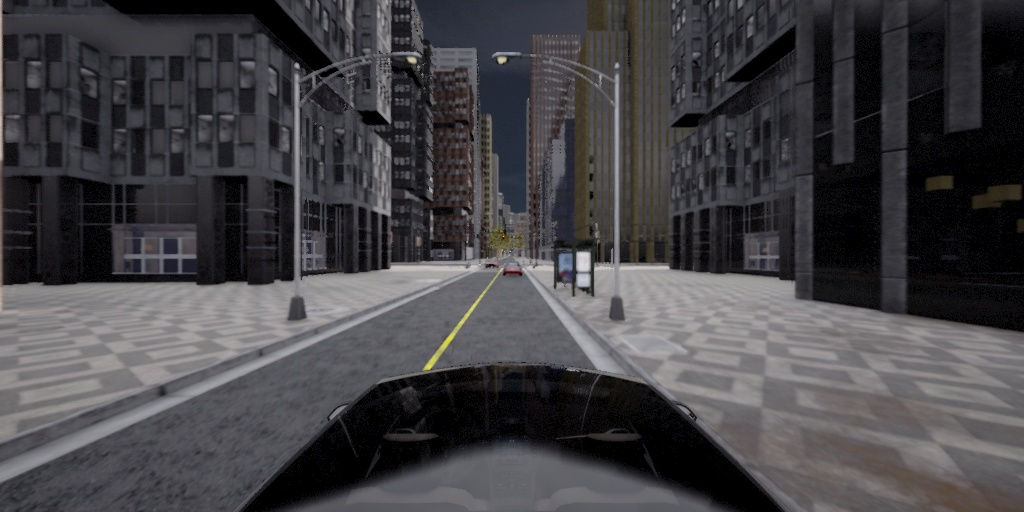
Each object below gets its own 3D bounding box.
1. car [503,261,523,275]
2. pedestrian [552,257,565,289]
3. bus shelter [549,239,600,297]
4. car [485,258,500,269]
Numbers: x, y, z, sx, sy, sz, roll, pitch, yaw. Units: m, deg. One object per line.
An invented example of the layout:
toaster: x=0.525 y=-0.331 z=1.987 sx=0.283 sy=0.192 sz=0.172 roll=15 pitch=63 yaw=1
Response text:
car: x=0.074 y=1.270 z=36.982 sx=1.994 sy=1.385 sz=4.181 roll=0 pitch=0 yaw=1
pedestrian: x=2.579 y=0.872 z=19.901 sx=0.375 sy=1.860 sz=0.375 roll=0 pitch=0 yaw=-10
bus shelter: x=3.135 y=0.608 z=18.144 sx=1.920 sy=2.740 sz=3.880 roll=0 pitch=0 yaw=0
car: x=-3.000 y=1.069 z=55.142 sx=2.097 sy=1.767 sz=4.553 roll=0 pitch=0 yaw=0
